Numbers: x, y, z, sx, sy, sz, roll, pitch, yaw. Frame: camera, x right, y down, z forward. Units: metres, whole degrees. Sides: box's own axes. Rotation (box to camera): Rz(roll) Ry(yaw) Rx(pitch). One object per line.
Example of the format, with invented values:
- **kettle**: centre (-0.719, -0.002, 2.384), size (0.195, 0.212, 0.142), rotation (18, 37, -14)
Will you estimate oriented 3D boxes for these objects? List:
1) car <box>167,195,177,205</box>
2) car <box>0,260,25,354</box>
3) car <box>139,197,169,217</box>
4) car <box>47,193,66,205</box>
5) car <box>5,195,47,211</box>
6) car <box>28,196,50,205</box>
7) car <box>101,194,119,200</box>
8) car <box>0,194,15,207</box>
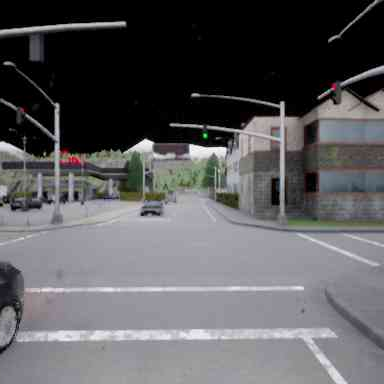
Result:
- **car**: centre (-3.514, 1.251, 56.391), size (1.837, 1.490, 4.892), rotation (0, 0, 0)
- **car**: centre (-3.501, 1.520, 3.254), size (1.837, 1.490, 4.892), rotation (0, 1, 0)
- **car**: centre (-3.512, 1.488, 30.309), size (2.033, 1.411, 5.357), rotation (0, 0, 0)
- **car**: centre (-22.639, 1.132, 56.003), size (1.905, 1.878, 3.866), rotation (0, 0, 0)
- **car**: centre (-18.932, 1.396, 38.136), size (2.007, 1.523, 4.514), rotation (0, 0, 0)
- **car**: centre (-25.966, 1.414, 56.605), size (1.970, 1.475, 3.806), rotation (0, 0, 0)
- **car**: centre (-22.193, 1.452, 90.006), size (4.611, 1.667, 2.242), rotation (0, 0, 0)
- **car**: centre (-25.903, 1.171, 48.126), size (1.932, 1.855, 4.605), rotation (0, 0, 0)
